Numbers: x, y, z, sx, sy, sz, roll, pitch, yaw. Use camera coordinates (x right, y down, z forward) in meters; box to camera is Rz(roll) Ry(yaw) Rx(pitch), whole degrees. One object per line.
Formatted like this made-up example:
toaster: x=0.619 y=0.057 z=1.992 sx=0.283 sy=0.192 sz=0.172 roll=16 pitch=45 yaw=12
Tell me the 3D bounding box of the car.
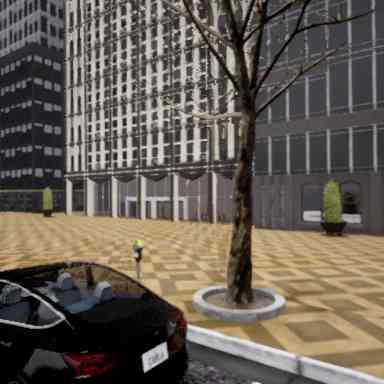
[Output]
car: x=-2.037 y=1.592 z=4.328 sx=4.313 sy=1.339 sz=1.947 roll=0 pitch=0 yaw=35
